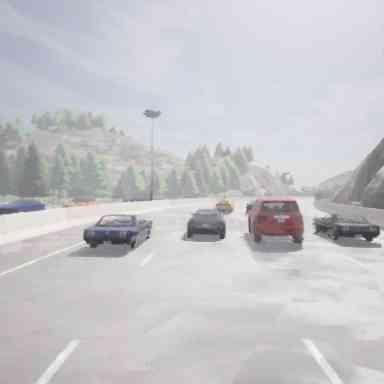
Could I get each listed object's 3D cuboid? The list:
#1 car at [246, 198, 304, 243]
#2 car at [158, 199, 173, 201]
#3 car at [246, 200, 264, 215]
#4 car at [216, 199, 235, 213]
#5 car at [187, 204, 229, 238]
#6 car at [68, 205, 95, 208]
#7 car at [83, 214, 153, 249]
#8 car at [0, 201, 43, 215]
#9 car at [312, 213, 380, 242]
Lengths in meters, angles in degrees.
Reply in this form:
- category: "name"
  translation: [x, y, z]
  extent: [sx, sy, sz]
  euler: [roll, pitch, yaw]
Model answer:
- category: "car"
  translation: [4.065, 1.307, 16.770]
  extent: [2.150, 2.045, 5.566]
  euler: [0, 0, 6]
- category: "car"
  translation: [-5.551, 1.593, 70.109]
  extent: [2.033, 1.411, 5.357]
  euler: [1, 0, 19]
- category: "car"
  translation: [7.217, 1.693, 37.736]
  extent: [1.812, 1.442, 4.674]
  euler: [0, 0, 12]
- category: "car"
  translation: [3.998, 1.610, 39.558]
  extent: [1.882, 1.535, 5.008]
  euler: [0, 0, 12]
- category: "car"
  translation: [0.878, 1.614, 18.314]
  extent: [1.994, 1.385, 4.181]
  euler: [1, 0, 6]
- category: "car"
  translation: [-11.288, 1.288, 33.930]
  extent: [2.097, 1.767, 4.553]
  euler: [1, 0, 10]
- category: "car"
  translation: [-2.974, 1.596, 14.535]
  extent: [1.895, 1.301, 4.718]
  euler: [1, 0, 4]
- category: "car"
  translation: [-15.384, 1.357, 30.446]
  extent: [1.882, 1.535, 5.008]
  euler: [1, 0, 9]
- category: "car"
  translation: [7.797, 1.732, 17.377]
  extent: [1.895, 1.301, 4.718]
  euler: [1, 0, 5]
